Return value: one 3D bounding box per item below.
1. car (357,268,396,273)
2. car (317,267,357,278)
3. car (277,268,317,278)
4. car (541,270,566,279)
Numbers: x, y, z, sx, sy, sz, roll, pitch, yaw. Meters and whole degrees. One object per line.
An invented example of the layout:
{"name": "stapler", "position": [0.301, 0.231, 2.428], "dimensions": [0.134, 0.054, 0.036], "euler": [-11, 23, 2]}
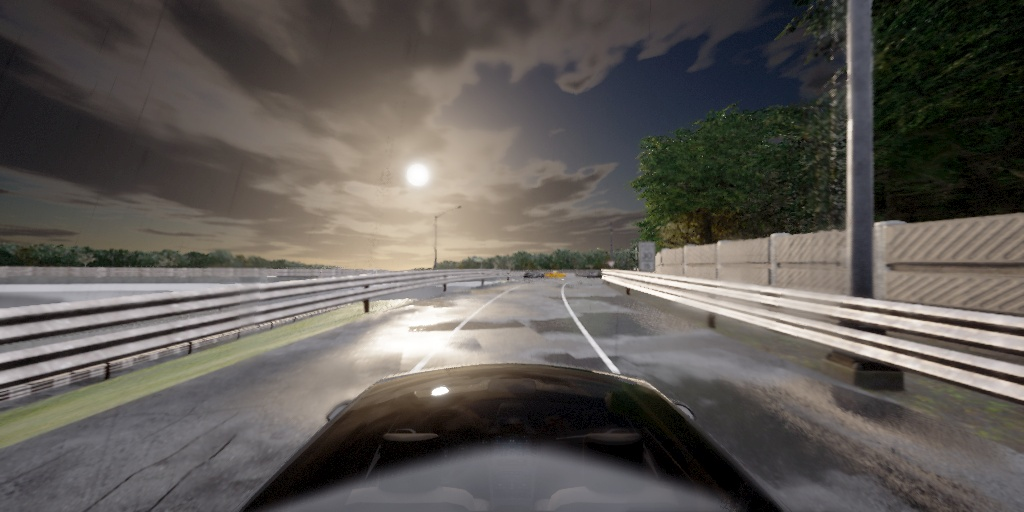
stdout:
{"name": "car", "position": [-14.953, 2.156, 41.421], "dimensions": [4.674, 1.442, 1.812], "euler": [2, -3, -37]}
{"name": "car", "position": [-19.647, 2.115, 42.153], "dimensions": [5.008, 1.535, 1.882], "euler": [2, -3, -36]}
{"name": "car", "position": [-25.238, 2.143, 42.785], "dimensions": [4.674, 1.442, 1.812], "euler": [2, -3, -27]}
{"name": "car", "position": [7.696, 3.282, 62.704], "dimensions": [1.882, 1.535, 5.008], "euler": [-2, -3, 39]}
